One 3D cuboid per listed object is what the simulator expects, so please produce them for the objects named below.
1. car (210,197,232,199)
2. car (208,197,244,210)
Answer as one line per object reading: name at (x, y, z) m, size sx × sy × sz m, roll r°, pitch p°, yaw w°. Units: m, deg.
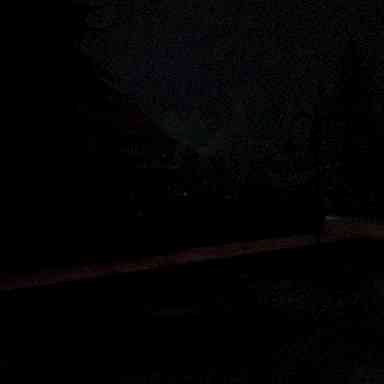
car at (2.500, 1.314, 37.415) m, size 1.882 × 1.535 × 5.008 m, roll 0°, pitch 0°, yaw -36°
car at (4.212, 1.362, 41.370) m, size 1.812 × 1.442 × 4.674 m, roll 0°, pitch 0°, yaw -36°
